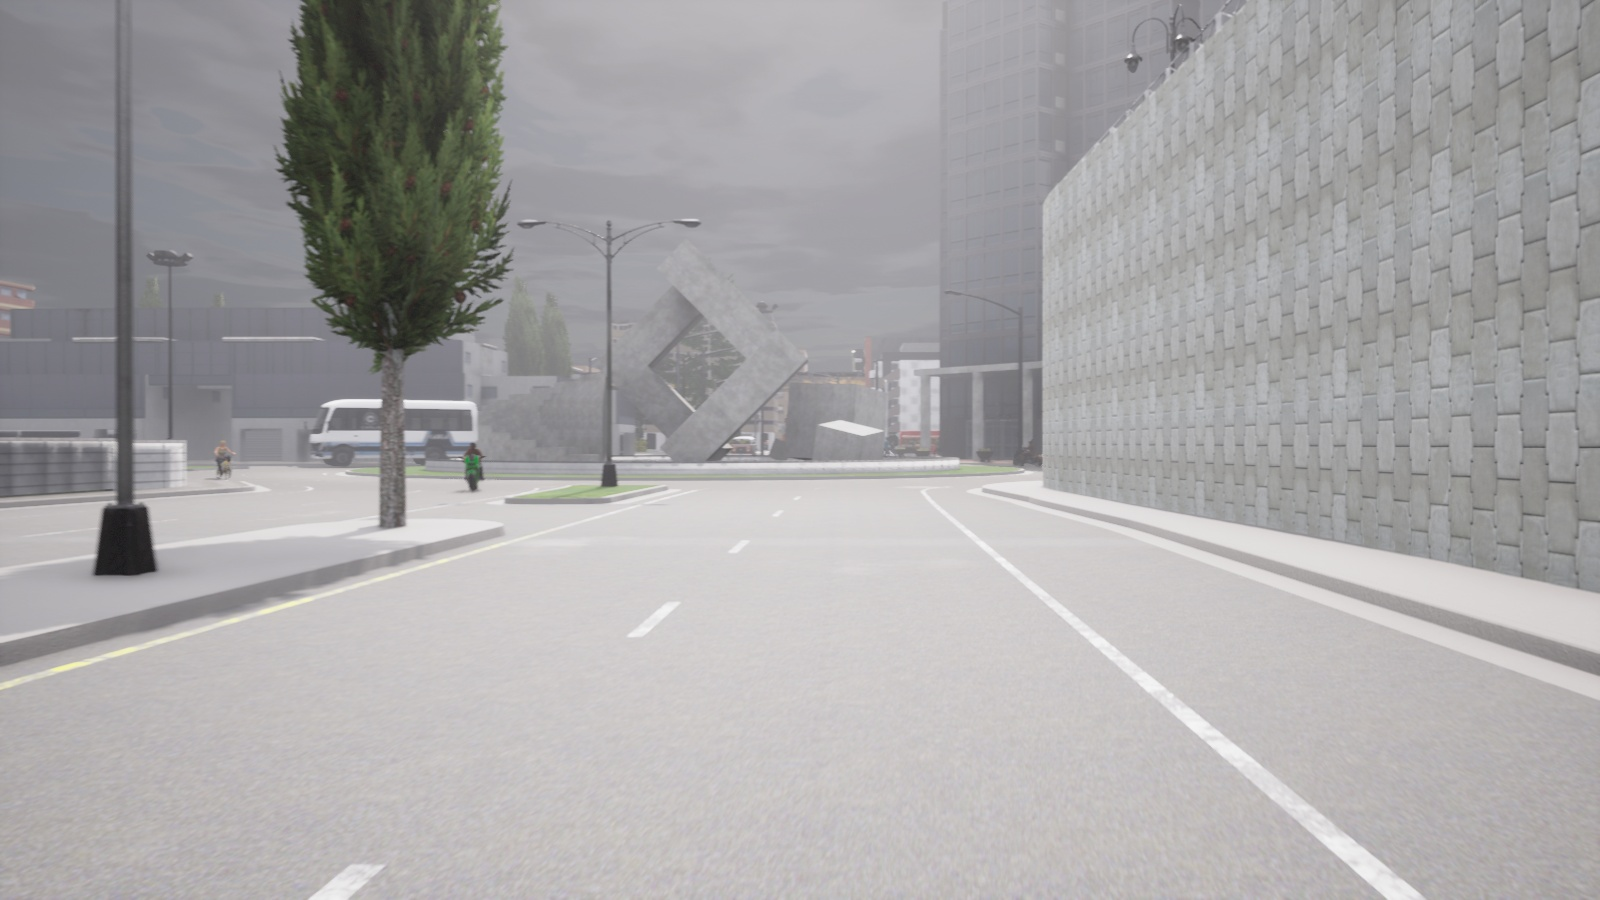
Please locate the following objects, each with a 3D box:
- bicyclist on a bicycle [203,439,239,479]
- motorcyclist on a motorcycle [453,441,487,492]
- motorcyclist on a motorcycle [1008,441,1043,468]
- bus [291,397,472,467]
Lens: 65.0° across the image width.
[{"bbox_3d":[-23.586,0.362,51.139,0.866,1.612,1.509,0,0,-44],"label":"bicyclist on a bicycle"},{"bbox_3d":[-10.135,0.496,38.663,0.797,1.523,2.044,-1,1,-9],"label":"motorcyclist on a motorcycle"},{"bbox_3d":[14.039,0.271,78.138,0.766,1.649,2.350,-1,1,-31],"label":"motorcyclist on a motorcycle"},{"bbox_3d":[-26.525,-1.118,79.860,10.273,4.253,3.944,0,1,-32],"label":"bus"}]
